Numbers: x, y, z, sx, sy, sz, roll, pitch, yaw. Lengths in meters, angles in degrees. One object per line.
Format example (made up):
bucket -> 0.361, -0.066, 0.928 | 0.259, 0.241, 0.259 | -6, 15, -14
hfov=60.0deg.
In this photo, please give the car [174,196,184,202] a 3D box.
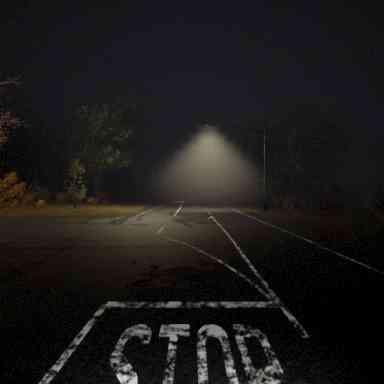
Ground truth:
car -> -3.142, 1.592, 78.618 | 1.994, 1.385, 4.181 | 0, 0, 5
